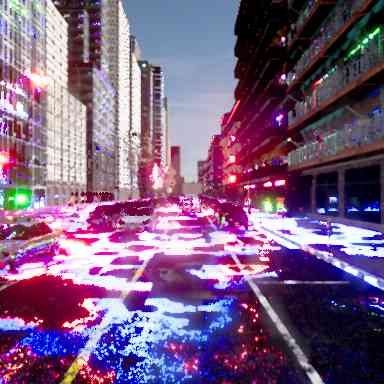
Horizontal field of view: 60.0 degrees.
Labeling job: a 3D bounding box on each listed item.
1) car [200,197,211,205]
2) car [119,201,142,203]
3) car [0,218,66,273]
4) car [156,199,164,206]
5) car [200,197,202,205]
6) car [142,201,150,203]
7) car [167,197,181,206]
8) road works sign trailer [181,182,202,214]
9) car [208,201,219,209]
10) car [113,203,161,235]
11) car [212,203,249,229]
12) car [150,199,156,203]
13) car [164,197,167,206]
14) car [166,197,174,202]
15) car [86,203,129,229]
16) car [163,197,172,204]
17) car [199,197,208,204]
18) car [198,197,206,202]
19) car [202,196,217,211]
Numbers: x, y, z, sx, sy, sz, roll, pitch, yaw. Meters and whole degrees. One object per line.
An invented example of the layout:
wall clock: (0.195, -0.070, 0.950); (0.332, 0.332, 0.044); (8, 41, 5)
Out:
car: (2.665, 1.763, 66.378); (1.967, 1.590, 4.097); (0, 0, 0)
car: (-5.701, 1.565, 27.648); (1.967, 1.590, 4.097); (0, 0, 0)
car: (-5.694, 1.573, 10.879); (1.752, 1.417, 4.829); (0, 0, 0)
car: (-5.709, 1.758, 49.607); (1.752, 1.417, 4.829); (0, 0, 0)
car: (2.669, 1.845, 55.312); (1.802, 1.307, 4.206); (0, 0, 0)
car: (-5.703, 1.701, 33.179); (2.008, 1.369, 4.403); (0, 0, 0)
car: (-3.054, 1.819, 61.023); (1.812, 1.442, 4.674); (0, 0, 1)
road works sign trailer: (-0.014, 0.638, 37.920); (2.380, 3.560, 2.880); (0, 0, 0)
car: (2.680, 1.675, 27.650); (2.008, 1.369, 4.403); (0, 0, 0)
car: (-3.106, 1.614, 19.774); (1.812, 1.442, 4.674); (0, 0, 0)
car: (2.682, 1.650, 22.117); (2.008, 1.369, 4.403); (0, 0, 0)
car: (-5.705, 1.722, 38.711); (1.887, 1.381, 4.507); (0, 0, 0)
car: (-5.713, 1.875, 60.842); (1.802, 1.307, 4.206); (0, 0, 0)
car: (-5.723, 1.992, 88.505); (1.887, 1.381, 4.507); (0, 0, 0)
car: (-5.699, 1.650, 22.114); (2.008, 1.369, 4.403); (0, 0, 0)
car: (-5.719, 1.908, 77.270); (1.752, 1.417, 4.829); (0, 0, 0)
car: (2.661, 1.934, 77.442); (2.008, 1.369, 4.403); (0, 0, 0)
car: (2.657, 1.998, 88.508); (2.008, 1.369, 4.403); (0, 0, 0)
car: (2.674, 1.645, 44.247); (1.967, 1.590, 4.097); (0, 0, 0)
